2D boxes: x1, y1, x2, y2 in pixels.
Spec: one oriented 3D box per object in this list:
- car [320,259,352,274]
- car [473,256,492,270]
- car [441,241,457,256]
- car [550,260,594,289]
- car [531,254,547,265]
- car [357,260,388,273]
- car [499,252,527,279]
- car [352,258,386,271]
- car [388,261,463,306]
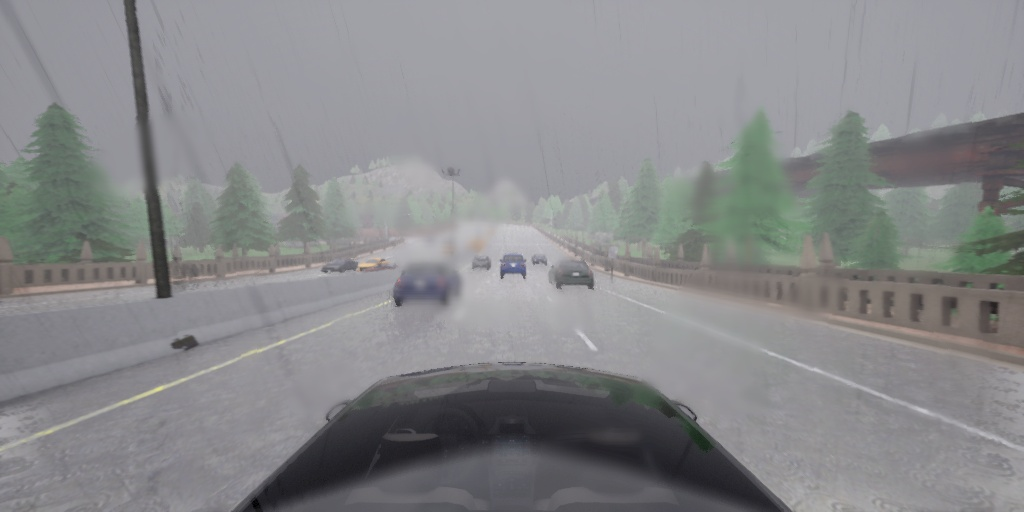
[{"bbox_3d":[-17.591,0.989,37.094,2.033,1.411,5.357,0,2,0],"label":"car"},{"bbox_3d":[-3.405,0.707,41.734,2.128,1.511,4.902,0,3,0],"label":"car"},{"bbox_3d":[-10.517,-1.010,60.026,1.882,1.535,5.008,0,8,0],"label":"car"},{"bbox_3d":[3.598,1.026,22.156,2.097,1.767,4.553,0,0,0],"label":"car"},{"bbox_3d":[3.594,0.374,48.024,1.895,1.301,4.718,0,5,0],"label":"car"},{"bbox_3d":[-10.600,1.237,29.582,1.895,1.301,4.718,0,1,0],"label":"car"},{"bbox_3d":[0.097,0.833,31.290,2.150,2.045,5.566,0,1,0],"label":"car"},{"bbox_3d":[-14.092,0.928,36.850,1.882,1.535,5.008,0,2,0],"label":"car"},{"bbox_3d":[-3.402,1.051,15.424,2.097,1.767,4.553,0,0,0],"label":"car"}]
